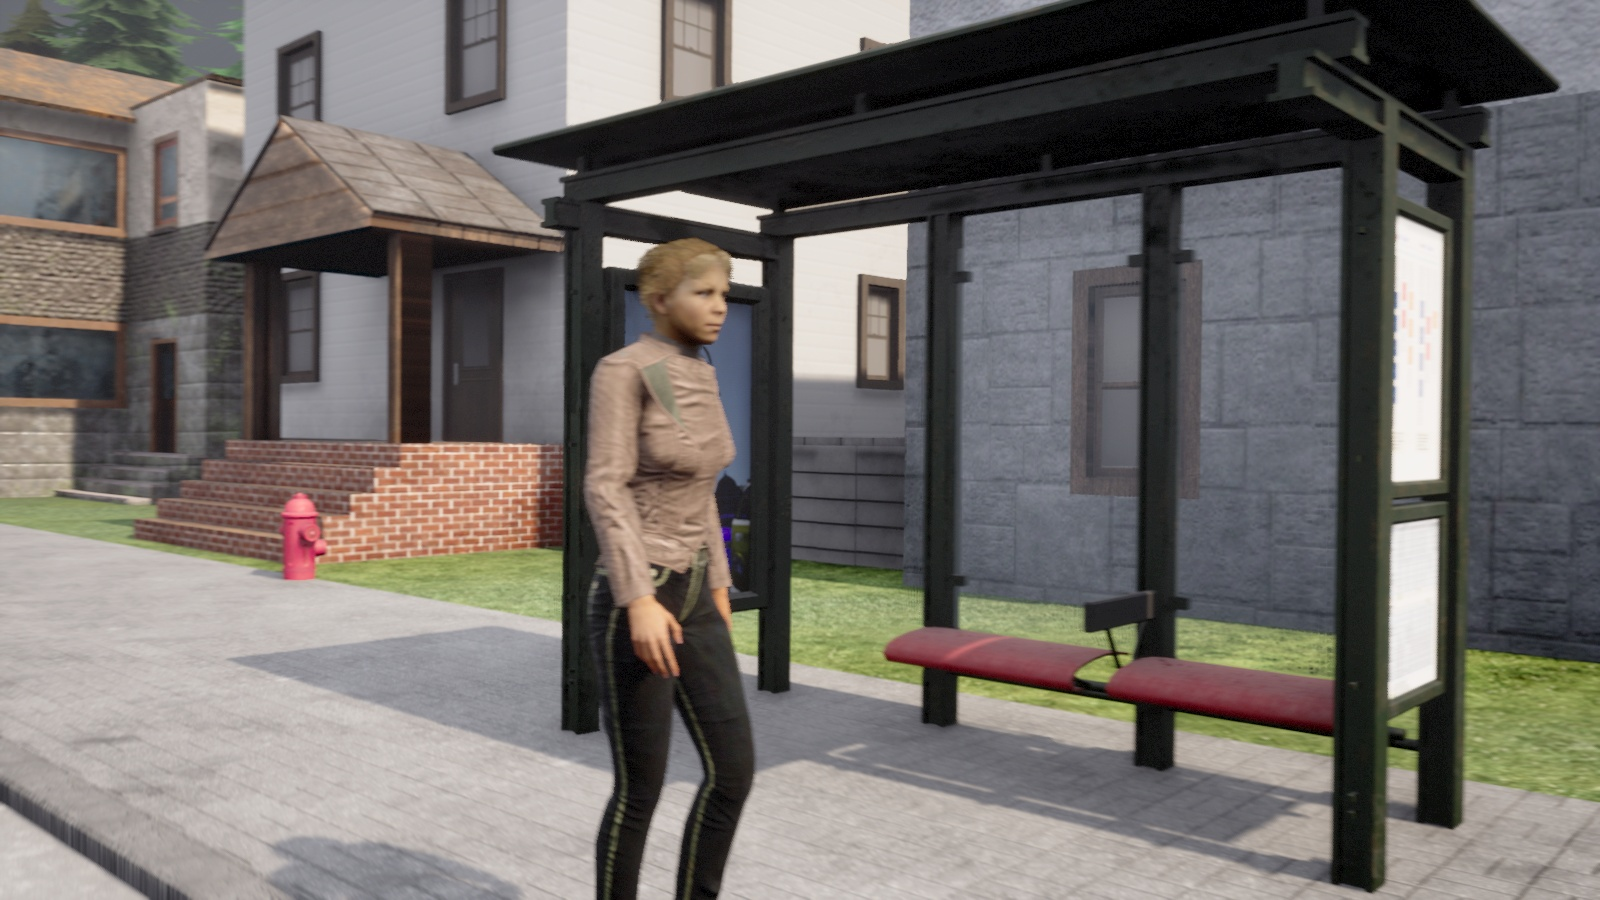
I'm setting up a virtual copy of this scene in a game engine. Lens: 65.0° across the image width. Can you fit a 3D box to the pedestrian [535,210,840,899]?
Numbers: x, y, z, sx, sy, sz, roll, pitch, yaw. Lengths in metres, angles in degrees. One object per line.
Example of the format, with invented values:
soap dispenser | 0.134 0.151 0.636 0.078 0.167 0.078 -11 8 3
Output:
pedestrian | -0.268 0.408 2.993 0.634 1.846 0.331 0 1 29
